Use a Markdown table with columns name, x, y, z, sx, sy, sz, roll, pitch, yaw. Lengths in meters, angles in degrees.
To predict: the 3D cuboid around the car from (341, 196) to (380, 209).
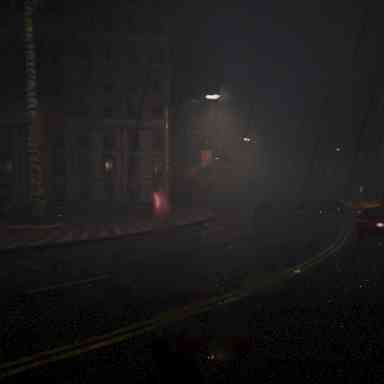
| name | x | y | z | sx | sy | sz | roll | pitch | yaw |
| --- | --- | --- | --- | --- | --- | --- | --- | --- | --- |
| car | 19.045 | 1.375 | 37.351 | 1.882 | 1.535 | 5.008 | 0 | 0 | 0 |

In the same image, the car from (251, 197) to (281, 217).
| name | x | y | z | sx | sy | sz | roll | pitch | yaw |
| --- | --- | --- | --- | --- | --- | --- | --- | --- | --- |
| car | 6.921 | 1.535 | 31.887 | 2.033 | 1.411 | 5.357 | 0 | 0 | 8 |

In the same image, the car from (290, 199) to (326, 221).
| name | x | y | z | sx | sy | sz | roll | pitch | yaw |
| --- | --- | --- | --- | --- | --- | --- | --- | --- | --- |
| car | 9.404 | 1.467 | 27.249 | 1.837 | 1.490 | 4.892 | 0 | 0 | 13 |

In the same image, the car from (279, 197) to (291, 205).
| name | x | y | z | sx | sy | sz | roll | pitch | yaw |
| --- | --- | --- | --- | --- | --- | --- | --- | --- | --- |
| car | 16.347 | 1.511 | 59.550 | 1.994 | 1.385 | 4.181 | 0 | 0 | -6 |

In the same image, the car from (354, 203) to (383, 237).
| name | x | y | z | sx | sy | sz | roll | pitch | yaw |
| --- | --- | --- | --- | --- | --- | --- | --- | --- | --- |
| car | 9.707 | 1.511 | 17.357 | 1.994 | 1.385 | 4.181 | 0 | 0 | 27 |

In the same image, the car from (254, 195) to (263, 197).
| name | x | y | z | sx | sy | sz | roll | pitch | yaw |
| --- | --- | --- | --- | --- | --- | --- | --- | --- | --- |
| car | 14.657 | 1.417 | 74.059 | 2.128 | 1.511 | 4.902 | 0 | 0 | -6 |

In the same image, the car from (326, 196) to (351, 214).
| name | x | y | z | sx | sy | sz | roll | pitch | yaw |
| --- | --- | --- | --- | --- | --- | --- | --- | --- | --- |
| car | 14.225 | 1.458 | 34.112 | 1.812 | 1.442 | 4.674 | 0 | 0 | 5 |
